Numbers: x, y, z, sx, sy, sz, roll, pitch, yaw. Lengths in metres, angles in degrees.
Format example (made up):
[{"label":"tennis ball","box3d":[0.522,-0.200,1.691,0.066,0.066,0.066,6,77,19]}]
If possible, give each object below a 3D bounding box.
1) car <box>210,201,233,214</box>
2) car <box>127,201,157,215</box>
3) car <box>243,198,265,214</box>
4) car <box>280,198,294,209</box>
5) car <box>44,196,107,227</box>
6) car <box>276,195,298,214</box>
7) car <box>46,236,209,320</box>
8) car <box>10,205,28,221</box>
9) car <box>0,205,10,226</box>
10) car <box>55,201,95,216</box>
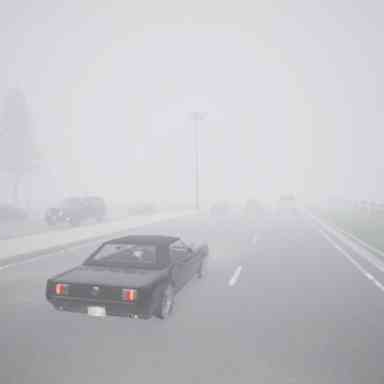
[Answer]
[{"label":"car","box3d":[3.370,1.705,37.446,2.033,1.411,5.357,0,0,16]},{"label":"car","box3d":[-5.394,1.710,36.239,1.812,1.442,4.674,0,0,16]},{"label":"car","box3d":[7.088,1.496,37.602,2.097,1.767,4.553,0,0,16]},{"label":"car","box3d":[13.856,1.695,48.531,1.812,1.442,4.674,0,0,16]},{"label":"car","box3d":[-8.470,1.366,24.814,2.150,2.045,5.566,0,0,15]},{"label":"car","box3d":[10.858,1.357,38.087,2.150,2.045,5.566,0,0,16]},{"label":"car","box3d":[-0.949,1.639,7.492,1.895,1.301,4.718,0,0,15]},{"label":"car","box3d":[-15.237,1.741,26.572,1.994,1.385,4.181,0,0,15]},{"label":"car","box3d":[-11.173,1.329,14.559,2.150,2.045,5.566,0,0,15]},{"label":"car","box3d":[-12.650,1.737,36.259,1.812,1.442,4.674,0,0,15]}]
